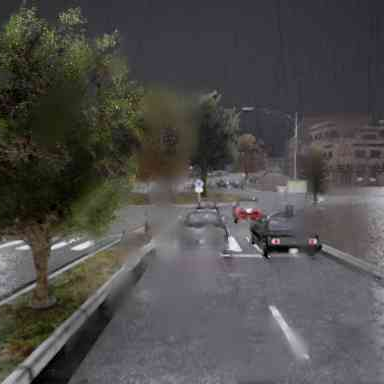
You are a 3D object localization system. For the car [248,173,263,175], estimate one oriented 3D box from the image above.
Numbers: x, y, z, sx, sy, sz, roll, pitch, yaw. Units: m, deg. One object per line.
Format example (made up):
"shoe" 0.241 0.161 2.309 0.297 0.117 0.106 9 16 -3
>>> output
"car" 16.942 -3.706 93.816 4.553 1.767 2.185 1 5 12

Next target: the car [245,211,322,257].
"car" 3.456 1.672 13.218 1.895 1.301 4.718 0 0 2

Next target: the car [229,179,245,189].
"car" 9.486 -1.480 70.026 1.837 1.490 4.892 0 5 -1

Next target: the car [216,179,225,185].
"car" 7.038 -2.495 82.459 1.994 1.385 4.181 1 5 9

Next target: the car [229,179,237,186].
"car" 9.812 -2.284 80.272 1.895 1.301 4.718 0 5 6

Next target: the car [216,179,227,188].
"car" 6.468 -1.812 72.273 2.097 1.767 4.553 0 5 2

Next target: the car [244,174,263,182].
"car" 16.342 -3.342 91.149 4.892 1.521 2.231 1 5 12

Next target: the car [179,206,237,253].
"car" 0.495 1.557 13.950 2.128 1.511 4.902 0 0 2

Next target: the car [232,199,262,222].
"car" 4.226 1.316 25.762 2.097 1.767 4.553 0 2 5

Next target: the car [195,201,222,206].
"car" 1.263 1.435 26.113 2.128 1.511 4.902 0 2 6
